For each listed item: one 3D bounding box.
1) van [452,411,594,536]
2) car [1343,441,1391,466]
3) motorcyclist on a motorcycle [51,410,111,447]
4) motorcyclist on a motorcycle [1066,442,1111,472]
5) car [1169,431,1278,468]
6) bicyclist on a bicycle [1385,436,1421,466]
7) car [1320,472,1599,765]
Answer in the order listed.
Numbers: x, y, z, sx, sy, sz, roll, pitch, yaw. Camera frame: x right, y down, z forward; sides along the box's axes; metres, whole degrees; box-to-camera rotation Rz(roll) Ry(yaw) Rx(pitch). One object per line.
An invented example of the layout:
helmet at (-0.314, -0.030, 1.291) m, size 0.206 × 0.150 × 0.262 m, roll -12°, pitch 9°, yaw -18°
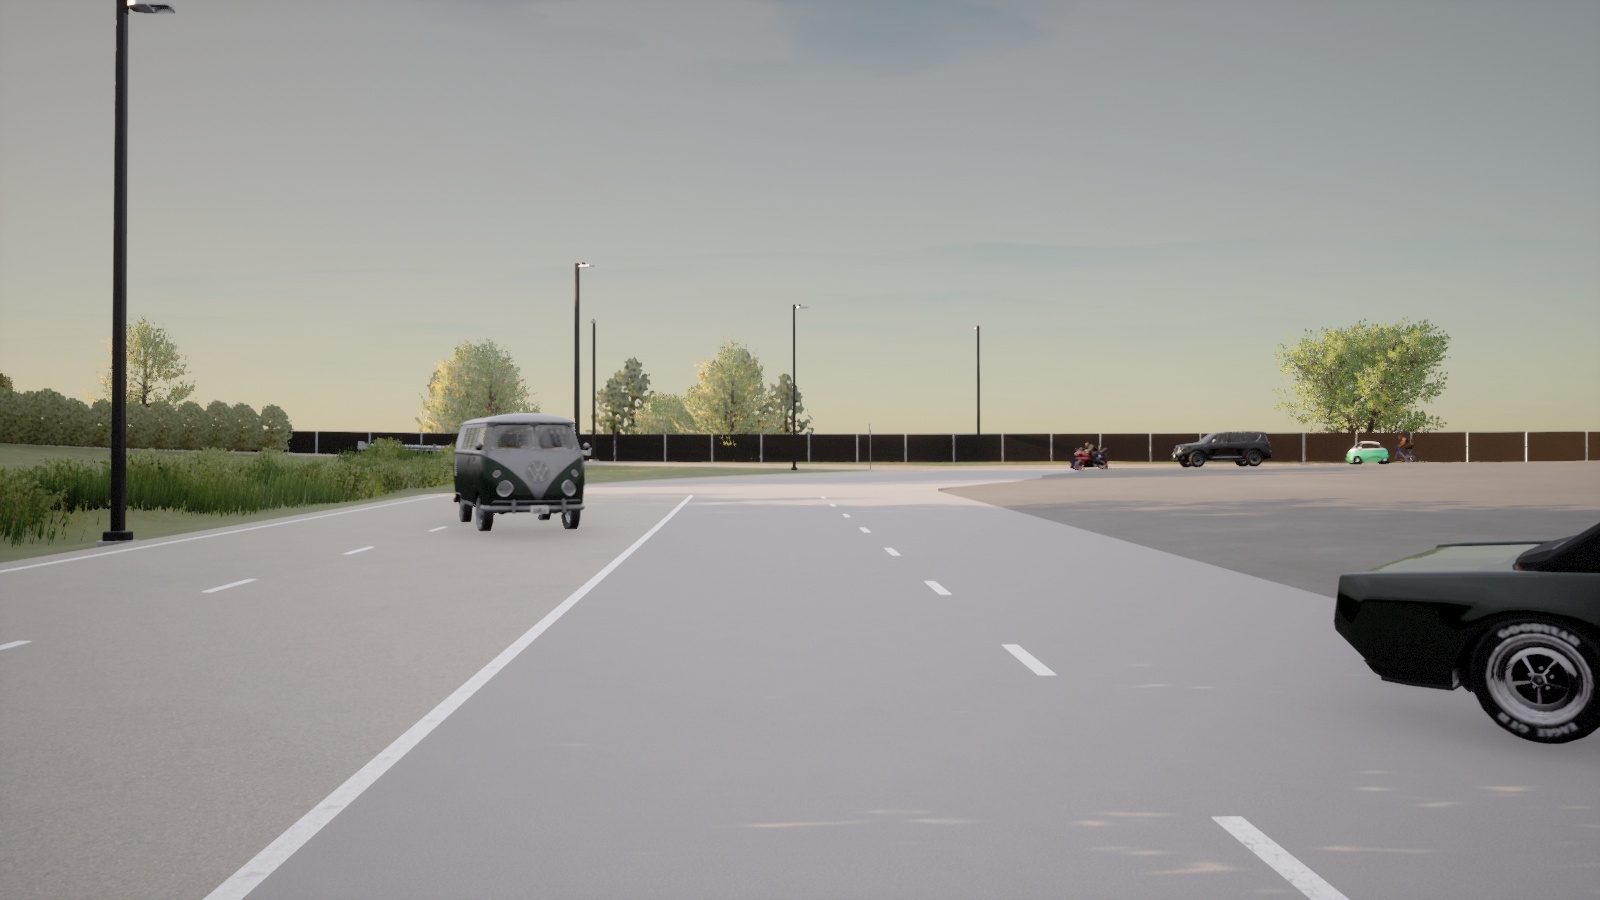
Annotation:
van at (-5.024, 0.358, 22.321) m, size 1.775 × 1.987 × 4.442 m, roll 0°, pitch 0°, yaw -22°
car at (32.567, 0.237, 72.167) m, size 2.207 × 1.376 × 1.481 m, roll -1°, pitch -1°, yaw 11°
motorcyclist on a motorcycle at (-34.169, -0.994, 59.711) m, size 0.766 × 1.649 × 2.350 m, roll 0°, pitch -2°, yaw 29°
motorcyclist on a motorcycle at (15.519, 0.393, 67.636) m, size 2.191 × 1.530 × 0.866 m, roll -2°, pitch 2°, yaw -17°
car at (24.484, 0.008, 72.804) m, size 5.566 × 2.045 × 2.150 m, roll -1°, pitch -1°, yaw -1°
bicyclist on a bicycle at (32.918, 0.057, 68.545) m, size 1.656 × 1.620 × 0.582 m, roll -1°, pitch -1°, yaw 12°
car at (5.241, 0.803, 5.964) m, size 4.718 × 1.301 × 1.895 m, roll -1°, pitch 2°, yaw 44°
